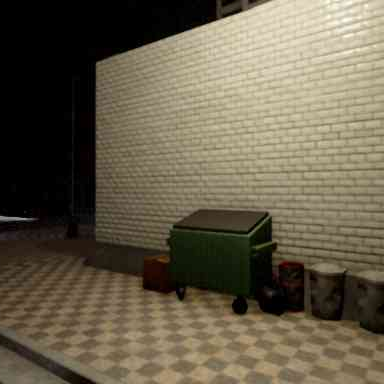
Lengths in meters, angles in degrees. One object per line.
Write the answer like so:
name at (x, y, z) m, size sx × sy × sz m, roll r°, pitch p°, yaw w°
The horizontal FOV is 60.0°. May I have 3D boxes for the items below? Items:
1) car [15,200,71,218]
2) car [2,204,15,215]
car at (-12.913, 1.515, 29.657) m, size 1.994 × 1.385 × 4.181 m, roll 0°, pitch 0°, yaw 35°
car at (-15.735, 1.503, 31.732) m, size 1.994 × 1.385 × 4.181 m, roll 0°, pitch 0°, yaw 36°
